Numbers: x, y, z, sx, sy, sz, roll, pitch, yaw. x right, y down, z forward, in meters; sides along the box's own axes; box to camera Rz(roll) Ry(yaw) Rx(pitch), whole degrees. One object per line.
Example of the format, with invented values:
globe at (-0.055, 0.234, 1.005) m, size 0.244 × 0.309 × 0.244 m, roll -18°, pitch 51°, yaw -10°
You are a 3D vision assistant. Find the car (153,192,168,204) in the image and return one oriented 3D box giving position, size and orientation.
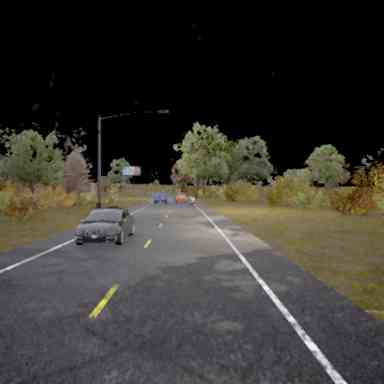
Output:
car at (-5.190, 0.976, 55.473) m, size 2.150 × 2.045 × 5.566 m, roll 0°, pitch 0°, yaw -3°

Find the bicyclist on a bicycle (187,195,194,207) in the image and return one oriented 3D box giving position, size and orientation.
bicyclist on a bicycle at (-0.210, 1.227, 47.268) m, size 0.866 × 1.612 × 1.509 m, roll 0°, pitch 0°, yaw -3°

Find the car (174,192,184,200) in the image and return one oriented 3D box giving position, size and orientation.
car at (-3.061, 0.993, 76.674) m, size 2.097 × 1.767 × 4.553 m, roll 0°, pitch 0°, yaw -5°

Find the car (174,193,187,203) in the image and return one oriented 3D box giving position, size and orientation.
car at (-2.002, 1.068, 61.870) m, size 2.097 × 1.767 × 4.553 m, roll 0°, pitch 0°, yaw -3°

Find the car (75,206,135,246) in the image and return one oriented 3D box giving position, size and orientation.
car at (-3.746, 1.444, 15.004) m, size 1.837 × 1.490 × 4.892 m, roll 0°, pitch 0°, yaw -1°

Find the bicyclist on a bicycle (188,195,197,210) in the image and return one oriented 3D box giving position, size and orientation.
bicyclist on a bicycle at (0.160, 1.271, 37.860) m, size 0.866 × 1.612 × 1.509 m, roll 0°, pitch 0°, yaw -2°
